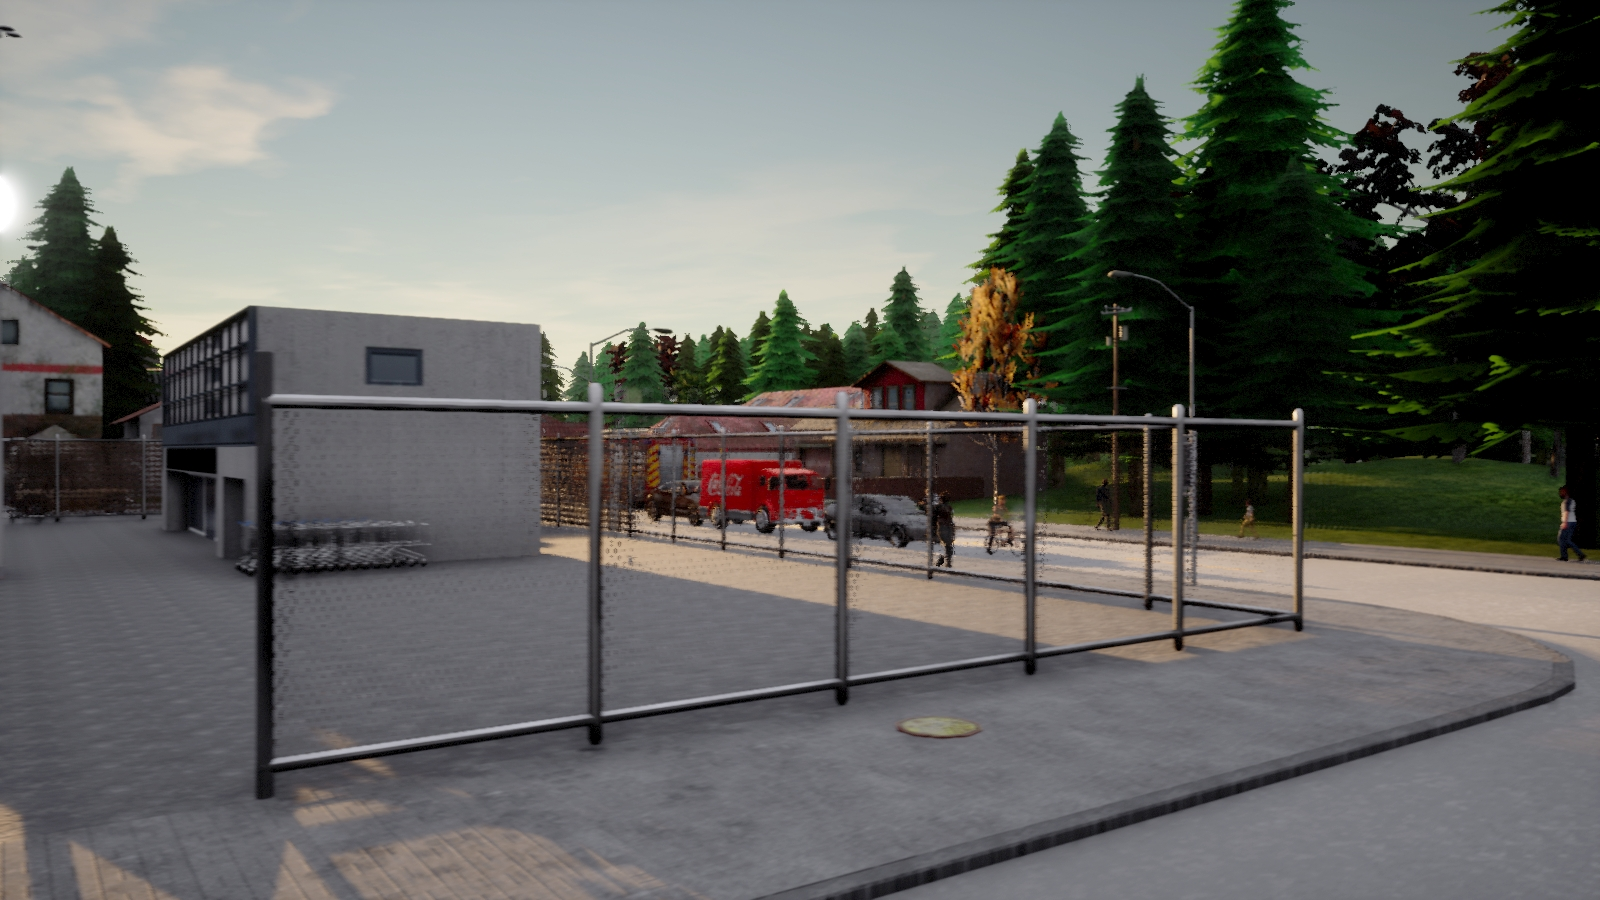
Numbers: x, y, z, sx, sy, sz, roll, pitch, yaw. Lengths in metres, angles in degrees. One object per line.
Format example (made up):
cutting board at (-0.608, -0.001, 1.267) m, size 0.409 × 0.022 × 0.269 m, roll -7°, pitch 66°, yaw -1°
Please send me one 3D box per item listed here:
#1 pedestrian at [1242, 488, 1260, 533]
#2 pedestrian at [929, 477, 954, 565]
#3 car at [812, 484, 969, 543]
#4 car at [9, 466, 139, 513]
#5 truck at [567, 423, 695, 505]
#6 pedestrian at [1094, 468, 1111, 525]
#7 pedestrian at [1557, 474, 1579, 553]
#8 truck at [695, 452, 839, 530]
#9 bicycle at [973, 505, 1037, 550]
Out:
pedestrian at (13.515, 1.805, 34.246) m, size 0.375 × 1.300 × 0.375 m, roll 0°, pitch 0°, yaw -44°
pedestrian at (3.053, 1.516, 24.663) m, size 0.375 × 1.860 × 0.375 m, roll 0°, pitch 0°, yaw -40°
car at (2.634, 1.843, 34.375) m, size 2.163 × 1.488 × 4.792 m, roll 0°, pitch 0°, yaw -35°
car at (-30.720, 1.644, 48.410) m, size 4.605 × 1.855 × 1.932 m, roll 0°, pitch 0°, yaw -34°
truck at (-8.656, 0.671, 57.504) m, size 2.891 × 3.827 × 8.468 m, roll 0°, pitch 0°, yaw -35°
pedestrian at (9.975, 1.524, 37.701) m, size 0.375 × 1.860 × 0.375 m, roll 0°, pitch 0°, yaw -38°
pedestrian at (18.497, 1.524, 27.528) m, size 0.375 × 1.860 × 0.375 m, roll 0°, pitch 0°, yaw -44°
truck at (-1.246, 1.339, 39.947) m, size 2.627 × 2.467 × 5.204 m, roll 0°, pitch 0°, yaw -35°
bicycle at (5.436, 2.036, 30.373) m, size 0.859 × 1.080 × 1.487 m, roll 0°, pitch 0°, yaw -35°
